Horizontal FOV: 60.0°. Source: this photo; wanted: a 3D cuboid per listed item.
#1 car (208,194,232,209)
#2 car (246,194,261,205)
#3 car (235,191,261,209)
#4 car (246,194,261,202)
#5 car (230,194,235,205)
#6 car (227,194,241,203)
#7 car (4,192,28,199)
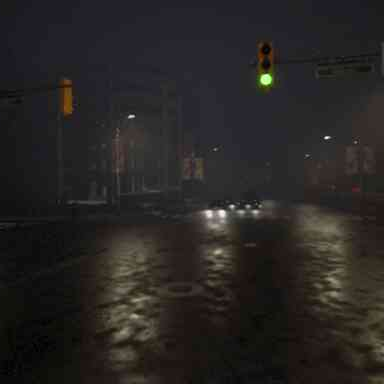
[{"bbox_3d":[3.175,1.301,39.248,1.895,1.301,4.718,-1,0,14],"label":"car"},{"bbox_3d":[9.076,1.090,48.797,1.812,1.442,4.674,-1,0,14],"label":"car"},{"bbox_3d":[6.783,0.877,39.306,2.150,2.045,5.566,-1,0,14],"label":"car"},{"bbox_3d":[10.897,1.022,59.092,2.033,1.411,5.357,-1,0,3],"label":"car"},{"bbox_3d":[5.319,1.120,48.136,1.837,1.490,4.892,-1,0,14],"label":"car"},{"bbox_3d":[7.370,1.069,58.492,2.033,1.411,5.357,-1,0,3],"label":"car"},{"bbox_3d":[-40.818,1.020,77.185,5.566,2.045,2.435,-1,0,13],"label":"car"}]
